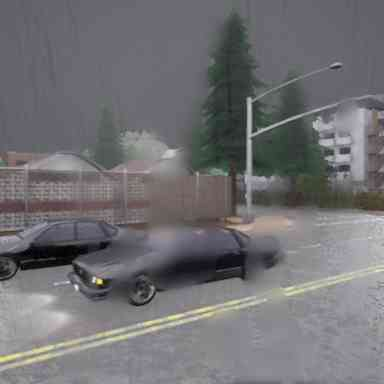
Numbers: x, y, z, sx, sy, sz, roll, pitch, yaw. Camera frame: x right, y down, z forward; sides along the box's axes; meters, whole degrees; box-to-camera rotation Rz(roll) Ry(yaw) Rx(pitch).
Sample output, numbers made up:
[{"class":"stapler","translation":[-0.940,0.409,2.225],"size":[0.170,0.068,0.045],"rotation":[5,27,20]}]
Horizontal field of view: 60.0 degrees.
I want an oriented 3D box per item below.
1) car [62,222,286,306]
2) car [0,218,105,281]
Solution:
[{"class":"car","translation":[-0.076,1.509,8.099],"size":[5.357,1.411,2.033],"rotation":[0,0,-34]},{"class":"car","translation":[-3.761,1.495,9.845],"size":[5.357,1.411,2.033],"rotation":[0,0,-34]}]
